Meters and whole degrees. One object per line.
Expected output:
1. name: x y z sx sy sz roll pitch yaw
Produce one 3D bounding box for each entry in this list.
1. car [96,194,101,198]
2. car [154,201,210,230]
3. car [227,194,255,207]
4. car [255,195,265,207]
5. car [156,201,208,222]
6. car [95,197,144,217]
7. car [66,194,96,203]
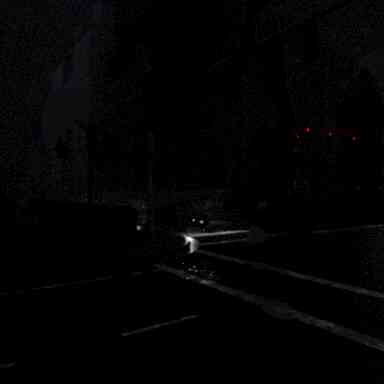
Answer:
1. car: -13.175 1.236 44.310 2.150 2.045 5.566 0 0 -36
2. car: -0.844 1.503 21.294 1.837 1.490 4.892 0 0 -36
3. car: 7.145 1.277 50.640 1.905 1.878 3.866 0 0 -36
4. car: 9.537 1.290 52.352 1.905 1.878 3.866 0 0 -36
5. car: -0.904 1.519 27.354 1.837 1.490 4.892 0 0 -36
6. car: -6.412 1.475 28.990 1.882 1.535 5.008 0 0 -36
7. car: -13.178 1.348 38.337 2.097 1.767 4.553 0 0 -36
